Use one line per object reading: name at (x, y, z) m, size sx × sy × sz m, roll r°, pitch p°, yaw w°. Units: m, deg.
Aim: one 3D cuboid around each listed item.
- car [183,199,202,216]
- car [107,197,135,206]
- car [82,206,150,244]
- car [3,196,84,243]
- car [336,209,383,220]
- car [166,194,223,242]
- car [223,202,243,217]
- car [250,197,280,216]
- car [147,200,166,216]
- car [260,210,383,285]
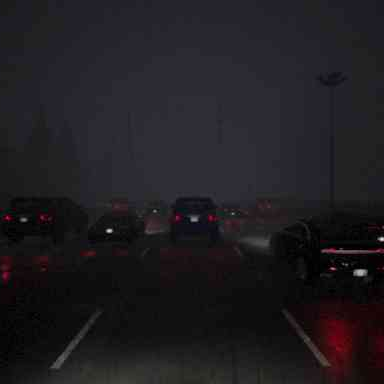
car at (0.077, 1.538, 34.004) m, size 1.812 × 1.442 × 4.674 m, roll 0°, pitch 0°, yaw 0°
car at (-6.910, 1.364, 32.687) m, size 2.097 × 1.767 × 4.553 m, roll 0°, pitch 0°, yaw 0°
car at (-3.406, 1.570, 15.729) m, size 1.994 × 1.385 × 4.181 m, roll 0°, pitch 0°, yaw 0°
car at (-6.904, 1.228, 16.342) m, size 2.150 × 2.045 × 5.566 m, roll 0°, pitch 0°, yaw 0°
car at (7.094, 1.510, 14.824) m, size 1.837 × 1.490 × 4.892 m, roll 0°, pitch 0°, yaw 0°
car at (0.096, 1.228, 16.430) m, size 2.150 × 2.045 × 5.566 m, roll 0°, pitch 0°, yaw 0°
car at (3.591, 1.612, 31.393) m, size 1.895 × 1.301 × 4.718 m, roll 0°, pitch 0°, yaw 0°
car at (7.089, 1.364, 32.673) m, size 2.097 × 1.767 × 4.553 m, roll 0°, pitch 0°, yaw 0°
car at (-3.409, 1.517, 33.036) m, size 1.837 × 1.490 × 4.892 m, roll 0°, pitch 0°, yaw 0°
car at (3.590, 1.496, 9.502) m, size 2.128 × 1.511 × 4.902 m, roll 0°, pitch 0°, yaw 0°
